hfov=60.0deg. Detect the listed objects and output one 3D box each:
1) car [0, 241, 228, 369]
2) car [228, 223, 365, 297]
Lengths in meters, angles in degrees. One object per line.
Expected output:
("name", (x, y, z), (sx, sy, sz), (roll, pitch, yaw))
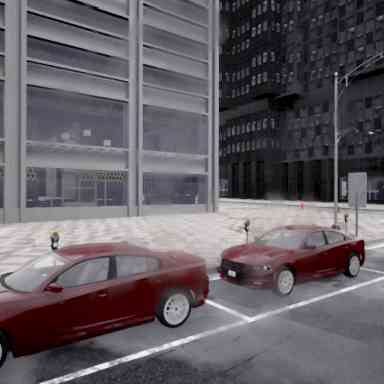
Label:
("car", (-1.787, 1.544, 5.392), (4.507, 1.381, 1.887), (0, 0, -36))
("car", (2.704, 1.544, 8.611), (4.507, 1.381, 1.887), (0, 0, -36))
